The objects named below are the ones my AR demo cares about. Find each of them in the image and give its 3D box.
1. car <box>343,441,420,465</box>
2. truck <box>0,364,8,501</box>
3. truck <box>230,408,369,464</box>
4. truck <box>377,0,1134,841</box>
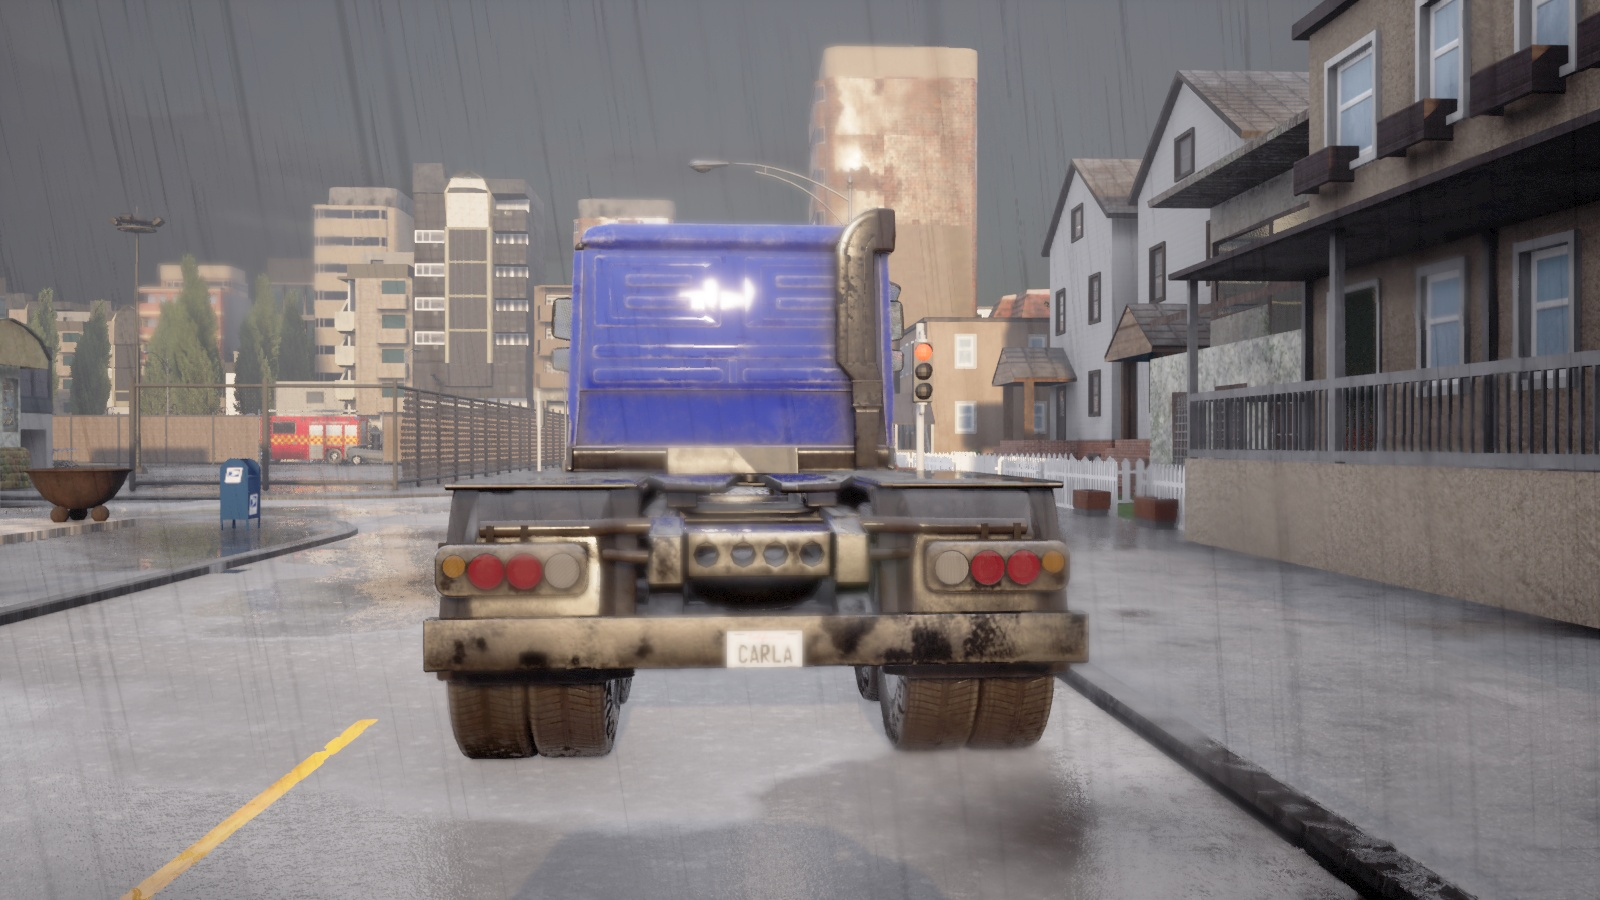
[{"bbox_3d":[-27.921,0.197,83.916,4.514,1.525,2.007,0,0,-3],"label":"car"},{"bbox_3d":[-24.135,-0.427,30.451,7.936,3.462,2.891,0,0,-2],"label":"truck"},{"bbox_3d":[-34.798,-0.940,87.533,8.468,3.827,2.891,0,0,-3],"label":"truck"},{"bbox_3d":[-0.432,-0.285,8.765,2.891,3.462,7.936,0,0,-4],"label":"truck"}]
